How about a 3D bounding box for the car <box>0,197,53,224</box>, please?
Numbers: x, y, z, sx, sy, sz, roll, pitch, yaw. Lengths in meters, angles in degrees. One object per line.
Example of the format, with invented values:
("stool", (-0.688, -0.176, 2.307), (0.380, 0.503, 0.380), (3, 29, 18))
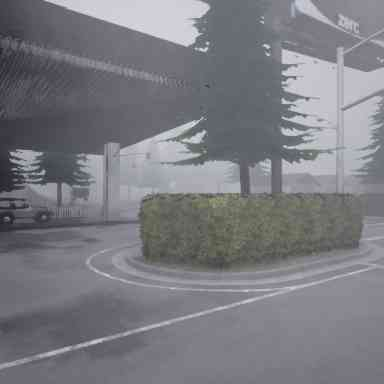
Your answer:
("car", (-12.015, 1.313, 23.453), (3.866, 1.878, 1.905), (0, 0, -36))
